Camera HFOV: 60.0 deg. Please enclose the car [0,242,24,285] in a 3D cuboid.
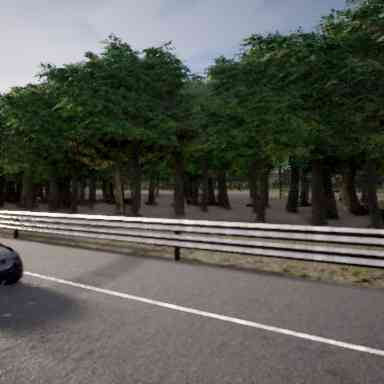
[{"bbox_3d":[-6.162,1.638,8.426,4.181,1.385,1.994,-1,0,34],"label":"car"}]
